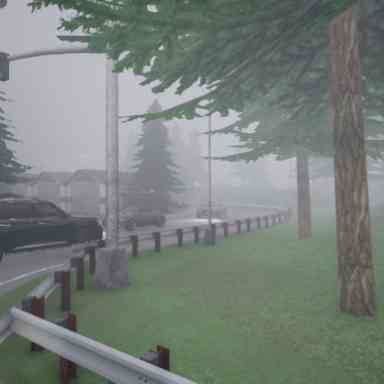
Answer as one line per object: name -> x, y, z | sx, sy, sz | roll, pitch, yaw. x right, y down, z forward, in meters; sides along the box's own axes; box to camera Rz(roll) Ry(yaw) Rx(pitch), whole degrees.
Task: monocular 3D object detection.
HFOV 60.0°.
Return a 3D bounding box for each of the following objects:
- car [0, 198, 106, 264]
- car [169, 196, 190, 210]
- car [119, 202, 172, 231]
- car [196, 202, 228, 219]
car -> -5.627, 1.201, 11.065 | 2.150, 2.045, 5.566 | 0, 0, 35
car -> -2.389, 1.330, 42.471 | 4.553, 1.767, 2.097 | 0, 0, 38
car -> -3.466, 1.538, 20.433 | 1.994, 1.385, 4.181 | 0, 0, 35
car -> 1.807, 1.538, 29.027 | 1.994, 1.385, 4.181 | 0, 0, 19
